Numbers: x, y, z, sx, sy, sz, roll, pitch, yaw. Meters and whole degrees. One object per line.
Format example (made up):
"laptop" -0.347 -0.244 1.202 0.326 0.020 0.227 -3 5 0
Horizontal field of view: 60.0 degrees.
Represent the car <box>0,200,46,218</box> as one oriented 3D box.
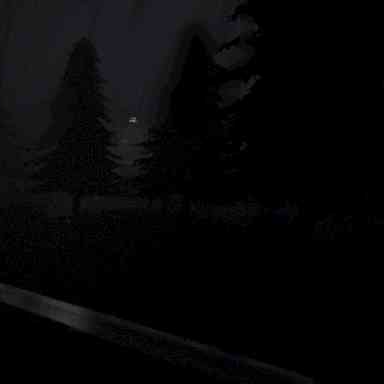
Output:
"car" -12.224 1.509 23.281 1.837 1.490 4.892 5 1 12
